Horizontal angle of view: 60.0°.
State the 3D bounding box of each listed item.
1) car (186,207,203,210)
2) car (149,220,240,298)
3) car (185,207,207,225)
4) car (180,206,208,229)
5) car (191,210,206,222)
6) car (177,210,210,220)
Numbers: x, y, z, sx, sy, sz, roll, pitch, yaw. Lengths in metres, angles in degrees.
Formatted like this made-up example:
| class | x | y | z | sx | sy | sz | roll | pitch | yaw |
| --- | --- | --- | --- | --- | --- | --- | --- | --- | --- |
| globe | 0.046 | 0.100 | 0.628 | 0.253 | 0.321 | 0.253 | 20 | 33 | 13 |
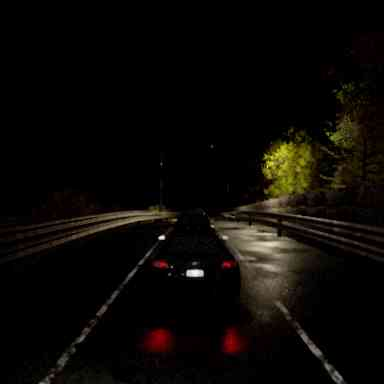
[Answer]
| class | x | y | z | sx | sy | sz | roll | pitch | yaw |
| --- | --- | --- | --- | --- | --- | --- | --- | --- | --- |
| car | 0.112 | 1.909 | 21.263 | 2.128 | 1.511 | 4.902 | 0 | -2 | 1 |
| car | 0.049 | 1.633 | 8.684 | 1.994 | 1.385 | 4.181 | 0 | -1 | 0 |
| car | 0.434 | 2.406 | 33.804 | 2.097 | 1.767 | 4.553 | 0 | -4 | 2 |
| car | 0.204 | 2.047 | 27.420 | 2.097 | 1.767 | 4.553 | 0 | -3 | 1 |
| car | 0.950 | 3.308 | 45.727 | 1.882 | 1.535 | 5.008 | 0 | -4 | 3 |
| car | 0.069 | 1.712 | 15.043 | 1.837 | 1.490 | 4.892 | 0 | -2 | 0 |
